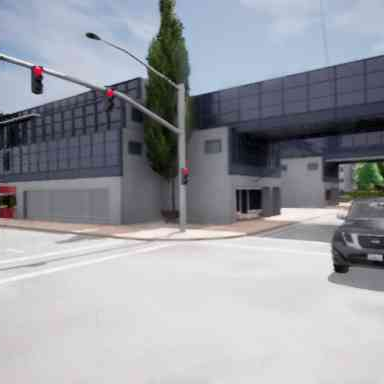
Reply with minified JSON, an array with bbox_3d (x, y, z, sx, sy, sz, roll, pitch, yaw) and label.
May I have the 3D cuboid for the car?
[{"bbox_3d":[5.814,1.155,10.048,2.150,2.045,5.566,-1,0,34],"label":"car"}]
